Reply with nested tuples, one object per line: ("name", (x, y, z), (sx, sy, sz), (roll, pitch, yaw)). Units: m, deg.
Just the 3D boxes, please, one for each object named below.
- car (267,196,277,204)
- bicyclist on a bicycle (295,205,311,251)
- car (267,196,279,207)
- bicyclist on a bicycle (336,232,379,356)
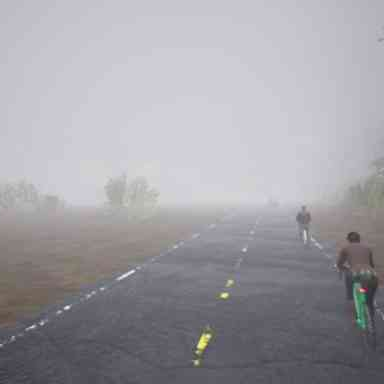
("car", (17.265, 1.699, 71.803), (2.097, 1.767, 4.553), (-1, -1, 13))
("bicyclist on a bicycle", (4.502, 1.414, 13.445), (0.659, 1.776, 1.843), (-1, 0, 13))
("car", (14.003, 1.834, 57.381), (1.994, 1.385, 4.181), (-1, -1, 13))
("bicyclist on a bicycle", (2.548, 1.454, 5.118), (0.582, 1.620, 1.656), (-2, -1, 13))
